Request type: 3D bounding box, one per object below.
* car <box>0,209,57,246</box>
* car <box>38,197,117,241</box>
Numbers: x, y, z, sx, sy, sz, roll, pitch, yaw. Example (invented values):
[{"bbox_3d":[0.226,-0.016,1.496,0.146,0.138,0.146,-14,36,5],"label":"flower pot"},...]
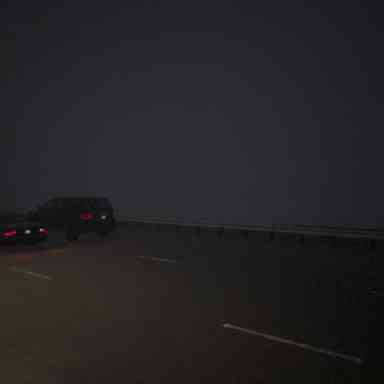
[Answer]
[{"bbox_3d":[-8.269,1.564,14.066,5.357,1.411,2.033,0,0,36],"label":"car"},{"bbox_3d":[-6.261,1.258,16.933,5.566,2.045,2.150,0,0,36],"label":"car"}]
